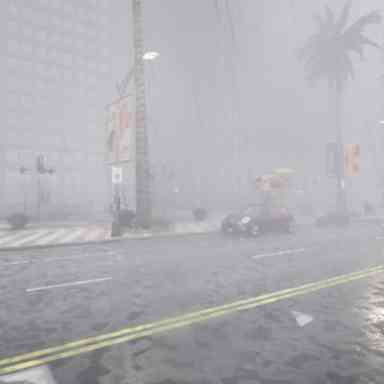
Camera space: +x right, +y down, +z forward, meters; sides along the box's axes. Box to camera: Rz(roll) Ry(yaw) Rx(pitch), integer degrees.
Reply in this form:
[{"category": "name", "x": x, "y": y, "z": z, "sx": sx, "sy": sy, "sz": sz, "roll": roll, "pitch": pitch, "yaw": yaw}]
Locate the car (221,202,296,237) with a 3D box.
[{"category": "car", "x": 3.856, "y": 1.475, "z": 19.087, "sx": 4.553, "sy": 1.767, "sz": 2.185, "roll": 1, "pitch": 0, "yaw": -36}]
